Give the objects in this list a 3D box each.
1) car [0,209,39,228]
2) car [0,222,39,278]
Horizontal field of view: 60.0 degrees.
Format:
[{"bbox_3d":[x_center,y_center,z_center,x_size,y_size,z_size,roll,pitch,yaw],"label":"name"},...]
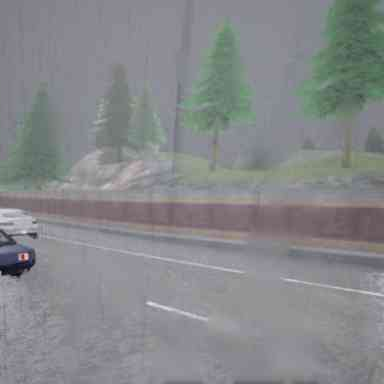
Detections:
[{"bbox_3d":[-9.191,1.547,16.446,4.674,1.442,1.812,0,0,43],"label":"car"},{"bbox_3d":[-6.225,1.611,9.076,4.718,1.301,1.895,0,0,40],"label":"car"}]
